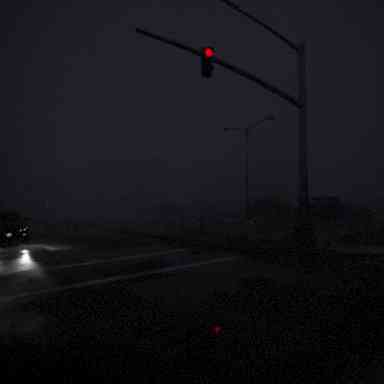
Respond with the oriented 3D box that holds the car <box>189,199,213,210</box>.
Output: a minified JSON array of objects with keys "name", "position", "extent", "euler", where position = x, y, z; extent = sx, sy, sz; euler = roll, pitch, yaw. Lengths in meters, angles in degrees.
[{"name":"car","position":[1.050,1.869,51.982],"extent":[2.152,1.636,5.027],"euler":[0,-1,-36]}]

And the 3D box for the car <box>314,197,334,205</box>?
[{"name":"car","position":[28.697,1.965,72.257],"extent":[1.845,1.501,3.633],"euler":[0,-1,-36]}]

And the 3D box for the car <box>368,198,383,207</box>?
[{"name":"car","position":[27.321,1.629,48.567],"extent":[1.845,1.501,3.633],"euler":[0,-1,-36]}]

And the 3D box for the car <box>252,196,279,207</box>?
[{"name":"car","position":[13.541,1.761,61.501],"extent":[1.932,1.855,4.605],"euler":[0,-1,-36]}]

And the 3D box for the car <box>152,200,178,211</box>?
[{"name":"car","position":[-3.965,1.966,47.964],"extent":[1.970,1.475,3.806],"euler":[0,-1,-36]}]

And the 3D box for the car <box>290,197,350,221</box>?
[{"name":"car","position":[10.605,1.354,27.746],"extent":[1.905,1.878,3.866],"euler":[0,-1,-36]}]

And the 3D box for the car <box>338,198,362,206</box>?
[{"name":"car","position":[30.620,1.850,64.496],"extent":[1.970,1.475,3.806],"euler":[0,-1,-36]}]

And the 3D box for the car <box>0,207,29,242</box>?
[{"name":"car","position":[-9.722,1.736,17.098],"extent":[1.837,1.490,4.892],"euler":[0,-1,-36]}]

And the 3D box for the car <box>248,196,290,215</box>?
[{"name":"car","position":[8.669,1.506,36.049],"extent":[1.932,1.855,4.605],"euler":[0,-1,-36]}]

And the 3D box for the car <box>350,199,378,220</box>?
[{"name":"car","position":[13.663,1.614,29.192],"extent":[1.970,1.475,3.806],"euler":[0,-1,-36]}]

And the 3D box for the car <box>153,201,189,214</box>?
[{"name":"car","position":[-2.812,1.917,40.105],"extent":[2.007,1.523,4.514],"euler":[0,-1,-36]}]

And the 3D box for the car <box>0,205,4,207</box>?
[{"name":"car","position":[-16.656,1.672,26.782],"extent":[2.150,2.045,5.566],"euler":[0,-1,-35]}]
